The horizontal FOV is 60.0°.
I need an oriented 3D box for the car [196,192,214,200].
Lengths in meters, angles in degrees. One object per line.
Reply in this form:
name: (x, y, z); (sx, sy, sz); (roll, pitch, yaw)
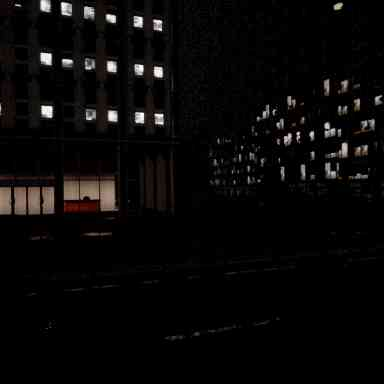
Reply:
car: (2.757, 0.881, 69.851); (1.882, 1.535, 5.008); (-1, 1, -21)

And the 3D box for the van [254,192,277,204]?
van: (11.772, 0.873, 53.727); (1.690, 1.788, 3.998); (0, 1, -21)

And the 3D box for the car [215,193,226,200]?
car: (5.626, 0.956, 69.635); (1.802, 1.307, 4.206); (0, 1, -21)

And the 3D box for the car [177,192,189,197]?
car: (-2.570, 0.711, 90.839); (2.008, 1.369, 4.403); (0, 1, -21)

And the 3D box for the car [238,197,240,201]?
car: (9.724, 1.062, 59.031); (1.802, 1.307, 4.206); (0, 1, -21)

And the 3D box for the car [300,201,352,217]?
car: (12.031, 1.436, 29.458); (1.947, 1.339, 4.313); (0, 1, -21)

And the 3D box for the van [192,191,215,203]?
van: (1.907, 0.953, 56.009); (1.690, 1.788, 3.998); (0, 1, -21)

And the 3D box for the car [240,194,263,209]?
car: (8.004, 1.333, 40.090); (1.947, 1.339, 4.313); (0, 1, -21)

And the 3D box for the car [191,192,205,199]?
car: (1.527, 0.708, 80.235); (1.967, 1.590, 4.097); (0, 1, -21)

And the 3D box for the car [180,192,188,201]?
car: (-2.191, 1.057, 66.615); (2.008, 1.369, 4.403); (0, 1, -21)

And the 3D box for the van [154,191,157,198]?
van: (-8.338, 0.688, 82.517); (1.690, 1.788, 3.998); (0, 1, -21)

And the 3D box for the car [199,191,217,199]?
car: (3.576, 0.636, 74.933); (2.192, 1.841, 5.009); (0, 1, -21)

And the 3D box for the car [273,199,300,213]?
car: (9.998, 1.401, 34.768); (1.802, 1.307, 4.206); (0, 1, -21)
